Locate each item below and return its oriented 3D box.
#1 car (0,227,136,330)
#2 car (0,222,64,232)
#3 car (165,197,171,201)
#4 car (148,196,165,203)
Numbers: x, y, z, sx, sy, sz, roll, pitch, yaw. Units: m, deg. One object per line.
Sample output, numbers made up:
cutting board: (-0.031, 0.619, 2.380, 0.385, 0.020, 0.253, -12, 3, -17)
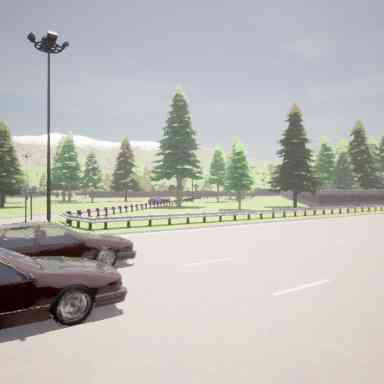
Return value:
car: (-3.830, 1.547, 5.313, 5.357, 1.411, 2.033, 0, 0, -35)
car: (-4.320, 1.547, 9.261, 5.357, 1.411, 2.033, 0, 0, -35)
car: (-5.665, 1.600, 69.789, 1.895, 1.301, 4.718, 0, 0, 5)
car: (-6.661, 1.525, 59.562, 1.812, 1.442, 4.674, 0, 0, 5)
